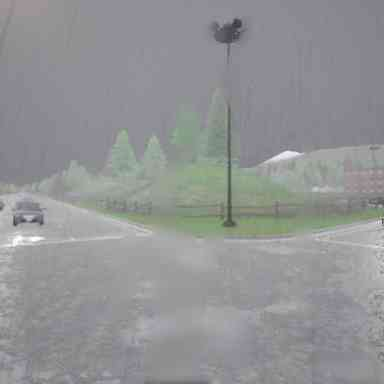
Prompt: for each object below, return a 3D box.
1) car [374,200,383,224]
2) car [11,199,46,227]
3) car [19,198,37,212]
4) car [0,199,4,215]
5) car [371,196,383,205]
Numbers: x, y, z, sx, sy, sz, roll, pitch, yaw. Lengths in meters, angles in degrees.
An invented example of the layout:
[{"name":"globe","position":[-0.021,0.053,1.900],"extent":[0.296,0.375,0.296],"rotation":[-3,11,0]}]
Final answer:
[{"name":"car","position":[12.803,1.374,19.555],"extent":[4.902,1.511,2.128],"rotation":[0,0,-45]},{"name":"car","position":[-11.471,1.508,23.401],"extent":[2.128,1.511,4.902],"rotation":[0,0,-26]},{"name":"car","position":[-20.465,1.534,41.492],"extent":[1.837,1.490,4.892],"rotation":[0,0,-26]},{"name":"car","position":[-19.218,1.398,31.103],"extent":[2.097,1.767,4.553],"rotation":[0,0,-26]},{"name":"car","position":[27.769,1.258,48.079],"extent":[1.812,1.442,4.674],"rotation":[0,0,2]}]
